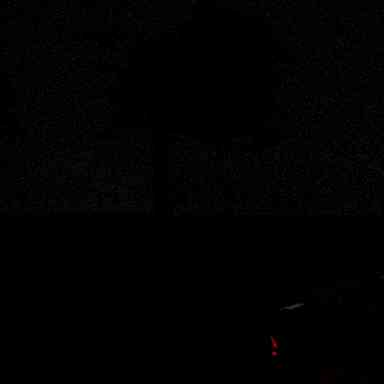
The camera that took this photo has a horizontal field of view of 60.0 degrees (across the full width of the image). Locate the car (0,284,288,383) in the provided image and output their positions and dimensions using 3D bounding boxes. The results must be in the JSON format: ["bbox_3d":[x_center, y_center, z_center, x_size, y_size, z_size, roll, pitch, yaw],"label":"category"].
[{"bbox_3d":[-1.155,1.567,2.606,4.181,1.385,1.994,0,0,-36],"label":"car"}]
